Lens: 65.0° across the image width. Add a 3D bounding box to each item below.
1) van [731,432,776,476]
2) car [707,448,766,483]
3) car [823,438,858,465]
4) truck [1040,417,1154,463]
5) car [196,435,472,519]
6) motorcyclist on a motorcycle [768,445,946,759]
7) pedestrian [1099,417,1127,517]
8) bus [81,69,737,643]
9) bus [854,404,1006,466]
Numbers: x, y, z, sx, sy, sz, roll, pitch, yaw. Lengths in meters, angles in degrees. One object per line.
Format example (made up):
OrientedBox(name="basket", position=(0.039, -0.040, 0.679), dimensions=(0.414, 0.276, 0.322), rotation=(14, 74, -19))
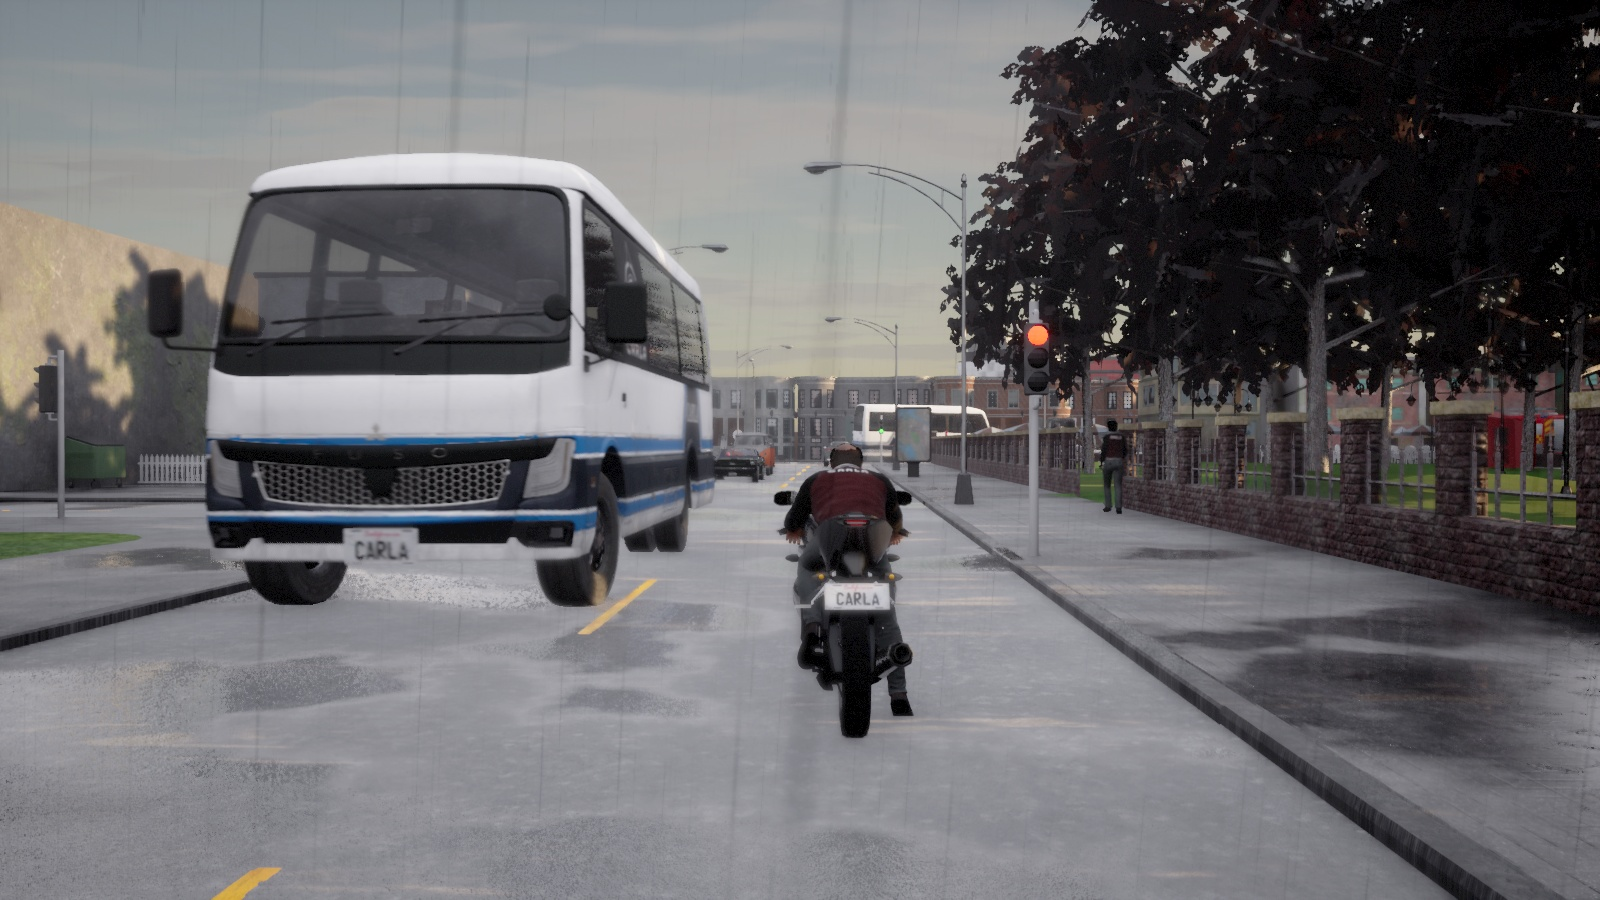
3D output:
OrientedBox(name="van", position=(-2.134, 0.169, 58.141), dimensions=(1.775, 1.987, 4.442), rotation=(0, 0, 2))
OrientedBox(name="car", position=(-2.426, 0.568, 49.116), dimensions=(1.895, 1.301, 4.718), rotation=(0, 0, 2))
OrientedBox(name="car", position=(2.600, 0.071, 80.778), dimensions=(2.152, 1.651, 5.027), rotation=(0, 0, 2))
OrientedBox(name="truck", position=(22.212, -0.750, 94.248), dimensions=(7.936, 3.462, 2.891), rotation=(0, 0, 2))
OrientedBox(name="car", position=(-9.393, 0.524, 25.600), dimensions=(4.856, 1.649, 2.033), rotation=(0, 0, 1))
OrientedBox(name="motorcyclist on a motorcycle", position=(0.271, 0.741, 7.237), dimensions=(0.866, 1.530, 2.191), rotation=(0, 0, 0))
OrientedBox(name="pedestrian", position=(6.132, 0.322, 24.641), dimensions=(0.402, 1.930, 0.666), rotation=(0, 0, 2))
OrientedBox(name="bus", position=(-3.207, -0.715, 14.528), dimensions=(3.944, 4.253, 10.273), rotation=(0, 0, 3))
OrientedBox(name="bus", position=(9.433, -1.141, 91.642), dimensions=(10.273, 4.253, 3.944), rotation=(1, 2, -12))
